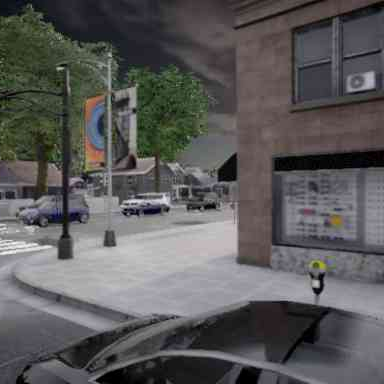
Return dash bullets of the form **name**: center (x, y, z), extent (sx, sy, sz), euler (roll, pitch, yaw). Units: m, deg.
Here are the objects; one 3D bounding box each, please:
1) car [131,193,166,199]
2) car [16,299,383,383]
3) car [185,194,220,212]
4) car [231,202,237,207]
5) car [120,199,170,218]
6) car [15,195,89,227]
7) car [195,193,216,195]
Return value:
- **car**: center (-4.867, 1.155, 34.582), extent (2.150, 2.045, 5.566), euler (0, 0, 35)
- **car**: center (0.441, 1.570, 2.496), extent (4.313, 1.339, 1.947), euler (0, 0, 36)
- **car**: center (1.293, 1.367, 37.620), extent (1.882, 1.535, 5.008), euler (0, 0, 35)
- **car**: center (7.084, 1.328, 45.689), extent (2.128, 1.511, 4.902), euler (0, 0, 36)
- **car**: center (-4.151, 1.541, 30.013), extent (1.895, 1.301, 4.718), euler (0, 0, 36)
- **car**: center (-9.371, 1.343, 22.692), extent (2.097, 1.767, 4.553), euler (0, 0, 35)
- **car**: center (1.381, 1.096, 43.317), extent (2.150, 2.045, 5.566), euler (0, 0, 35)
